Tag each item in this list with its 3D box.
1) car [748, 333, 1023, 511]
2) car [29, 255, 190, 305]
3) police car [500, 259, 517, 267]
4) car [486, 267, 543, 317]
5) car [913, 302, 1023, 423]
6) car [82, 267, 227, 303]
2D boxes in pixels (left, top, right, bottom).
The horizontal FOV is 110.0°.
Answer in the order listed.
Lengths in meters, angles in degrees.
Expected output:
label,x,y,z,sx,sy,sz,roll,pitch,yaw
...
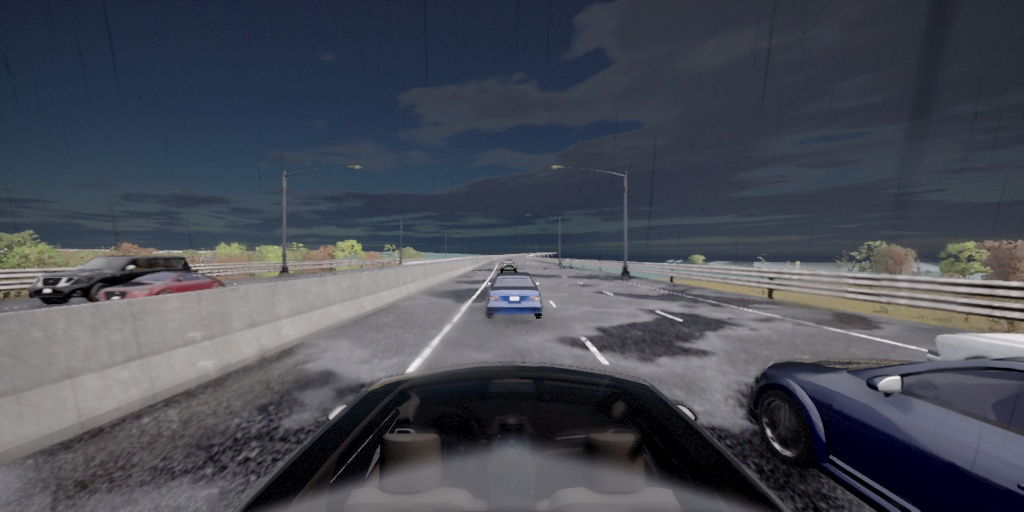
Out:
label,x,y,z,sx,sy,sz,roll,pitch,yaw
car,3.591,1.313,2.229,1.994,1.385,4.181,0,0,0
car,-17.576,0.977,16.317,2.150,2.045,5.566,0,0,0
police car,-0.420,1.218,43.916,2.038,1.542,4.974,0,0,-1
car,0.056,1.295,13.018,2.033,1.411,5.357,0,0,0
car,7.094,1.349,3.133,1.895,1.301,4.718,0,0,0
car,-14.080,1.315,14.734,1.994,1.385,4.181,0,0,0
